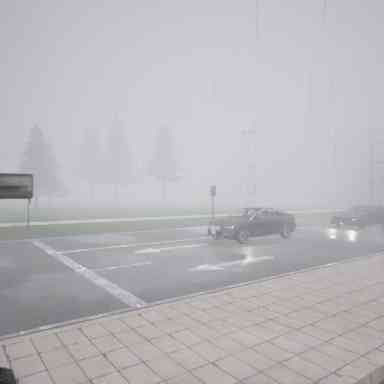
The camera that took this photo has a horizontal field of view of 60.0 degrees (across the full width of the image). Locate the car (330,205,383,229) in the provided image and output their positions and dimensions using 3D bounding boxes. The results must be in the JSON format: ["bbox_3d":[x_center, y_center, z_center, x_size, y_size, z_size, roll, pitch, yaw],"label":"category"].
[{"bbox_3d":[11.327,1.547,21.850,5.357,1.411,2.033,0,0,-35],"label":"car"}]

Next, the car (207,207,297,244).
[{"bbox_3d":[2.929,1.492,15.901,4.902,1.511,2.128,0,0,-35],"label":"car"}]
